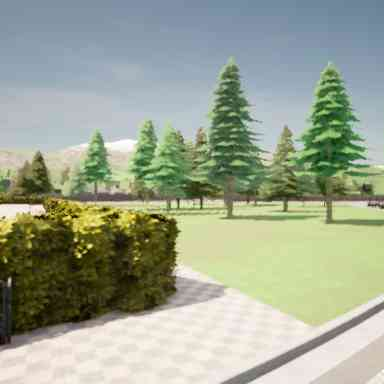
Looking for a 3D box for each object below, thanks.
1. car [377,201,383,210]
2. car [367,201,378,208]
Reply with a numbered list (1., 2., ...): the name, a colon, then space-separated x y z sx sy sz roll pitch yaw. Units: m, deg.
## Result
1. car: 33.704 2.384 56.761 1.994 1.385 4.181 0 -1 16
2. car: 36.372 2.465 66.372 1.895 1.301 4.718 0 -1 16
